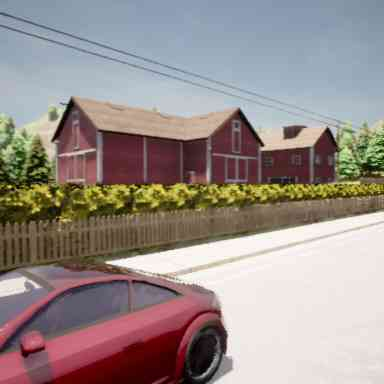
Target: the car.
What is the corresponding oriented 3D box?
[{"bbox_3d":[-1.510,1.502,3.413,4.181,1.385,1.994,-1,2,-44],"label":"car"}]
